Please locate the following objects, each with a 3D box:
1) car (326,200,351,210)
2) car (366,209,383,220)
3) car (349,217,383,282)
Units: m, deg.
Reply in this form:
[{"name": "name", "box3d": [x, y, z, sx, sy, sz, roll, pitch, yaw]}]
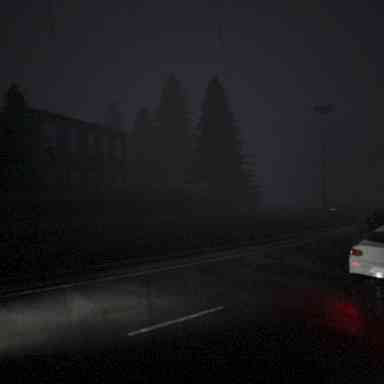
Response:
[{"name": "car", "box3d": [19.636, 1.701, 44.971, 1.994, 1.385, 4.181, 0, 0, -5]}, {"name": "car", "box3d": [12.140, 1.652, 20.281, 1.895, 1.301, 4.718, 0, 0, 39]}, {"name": "car", "box3d": [5.774, 1.547, 8.740, 4.674, 1.442, 1.812, 0, 0, -42]}]
